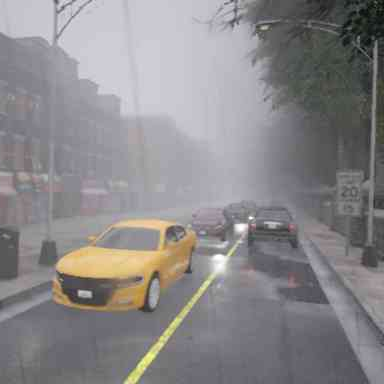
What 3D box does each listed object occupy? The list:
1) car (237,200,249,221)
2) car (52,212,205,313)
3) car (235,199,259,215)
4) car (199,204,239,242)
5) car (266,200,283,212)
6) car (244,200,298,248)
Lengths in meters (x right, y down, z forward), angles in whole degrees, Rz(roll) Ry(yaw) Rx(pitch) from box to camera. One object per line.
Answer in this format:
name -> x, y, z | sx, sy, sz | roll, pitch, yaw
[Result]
car -> 3.490, 1.627, 26.501 | 1.994, 1.385, 4.181 | 2, 0, 14
car -> -1.196, 1.429, 7.928 | 1.882, 1.535, 5.008 | 2, 0, 13
car -> 6.068, 1.609, 36.512 | 2.128, 1.511, 4.902 | 2, 0, 15
car -> 1.049, 1.531, 16.855 | 1.812, 1.442, 4.674 | 2, 0, 14
car -> 11.015, 1.787, 44.283 | 1.994, 1.385, 4.181 | 2, 1, 14
car -> 3.817, 1.442, 15.688 | 2.097, 1.767, 4.553 | 2, 0, 14
